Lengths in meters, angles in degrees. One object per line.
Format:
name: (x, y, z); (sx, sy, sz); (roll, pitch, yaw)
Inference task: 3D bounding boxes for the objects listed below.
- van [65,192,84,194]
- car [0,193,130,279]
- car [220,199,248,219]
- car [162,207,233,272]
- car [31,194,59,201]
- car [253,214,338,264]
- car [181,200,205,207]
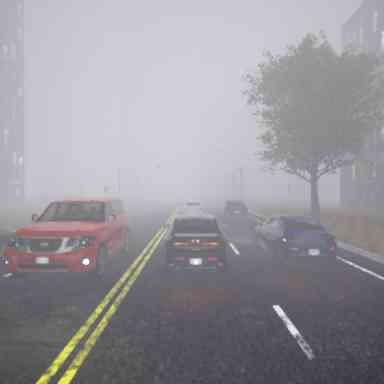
van: (-22.624, 0.859, 63.713); (3.998, 1.788, 1.690); (0, 1, 1)
car: (-3.347, 1.176, 10.210); (2.150, 2.045, 5.566); (0, 0, 0)
car: (3.361, 1.343, 27.376); (1.882, 1.535, 5.008); (0, 0, 0)
car: (0.103, 1.455, 10.611); (1.837, 1.490, 4.892); (0, 0, 0)
car: (-28.163, 1.037, 63.763); (4.507, 1.381, 1.887); (0, 1, 1)
car: (3.355, 1.473, 11.429); (1.812, 1.442, 4.674); (0, 0, 0)
car: (0.110, 1.393, 26.945); (1.812, 1.442, 4.674); (0, 0, 0)
